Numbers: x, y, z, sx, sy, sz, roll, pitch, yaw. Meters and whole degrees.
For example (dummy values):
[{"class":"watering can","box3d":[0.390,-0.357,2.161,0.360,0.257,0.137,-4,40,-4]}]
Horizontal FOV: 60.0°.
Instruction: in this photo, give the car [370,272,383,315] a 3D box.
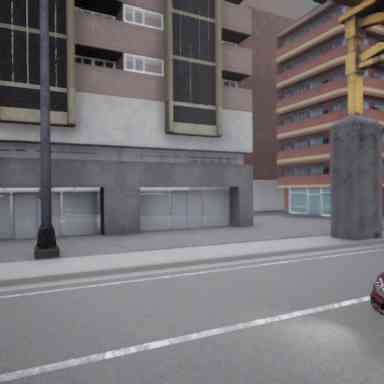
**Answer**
[{"class":"car","box3d":[5.309,1.511,5.946,4.674,1.442,1.812,0,0,-27]}]
